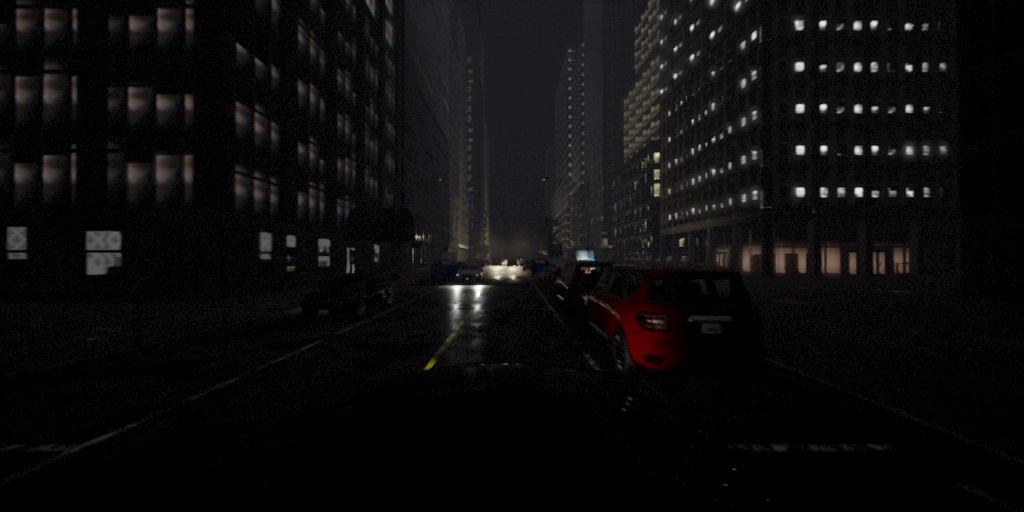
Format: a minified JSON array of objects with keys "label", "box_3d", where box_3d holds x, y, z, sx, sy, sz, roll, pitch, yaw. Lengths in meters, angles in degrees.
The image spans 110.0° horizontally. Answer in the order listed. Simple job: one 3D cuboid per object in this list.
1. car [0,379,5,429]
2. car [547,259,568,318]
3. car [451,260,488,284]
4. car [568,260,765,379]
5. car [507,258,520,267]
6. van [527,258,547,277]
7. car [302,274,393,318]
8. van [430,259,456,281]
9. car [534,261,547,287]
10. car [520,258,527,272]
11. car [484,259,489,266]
[{"label":"car","box_3d":[-5.690,1.316,1.579,1.948,1.339,4.313,0,0,0]},{"label":"car","box_3d":[2.696,1.066,12.935,2.192,1.841,5.009,0,0,0]},{"label":"car","box_3d":[-3.079,1.278,26.946,1.812,1.442,4.674,0,0,0]},{"label":"car","box_3d":[2.694,1.065,7.247,2.192,1.841,5.009,0,0,0]},{"label":"car","box_3d":[0.024,1.372,65.520,1.895,1.301,4.718,0,0,0]},{"label":"van","box_3d":[2.705,1.094,35.691,1.690,1.789,3.998,0,0,0]},{"label":"car","box_3d":[-5.685,1.317,12.958,1.948,1.339,4.313,0,0,0]},{"label":"van","box_3d":[-5.678,1.093,30.025,1.690,1.789,3.998,0,0,0]},{"label":"car","box_3d":[2.700,1.277,24.483,1.751,1.417,4.829,0,0,0]},{"label":"car","box_3d":[2.369,1.212,47.517,1.801,1.575,5.366,0,0,0]},{"label":"car","box_3d":[-5.665,1.200,64.161,1.967,1.591,4.097,0,0,0]}]
